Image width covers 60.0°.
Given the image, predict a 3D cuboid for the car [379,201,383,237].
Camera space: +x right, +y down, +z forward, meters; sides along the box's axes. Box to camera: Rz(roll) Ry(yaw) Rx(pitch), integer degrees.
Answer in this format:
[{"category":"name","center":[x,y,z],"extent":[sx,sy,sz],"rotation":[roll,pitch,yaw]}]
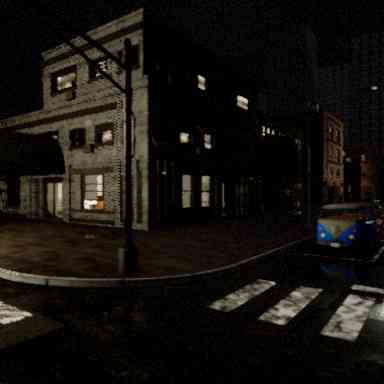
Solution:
[{"category":"car","center":[8.249,1.219,11.749],"extent":[2.150,2.045,5.566],"rotation":[0,0,35]}]

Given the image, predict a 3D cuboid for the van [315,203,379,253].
[{"category":"van","center":[6.248,1.341,13.410],"extent":[1.690,1.788,3.998],"rotation":[0,0,35]}]

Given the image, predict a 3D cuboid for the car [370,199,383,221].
[{"category":"car","center":[15.839,1.442,26.926],"extent":[1.967,1.590,4.097],"rotation":[0,0,35]}]

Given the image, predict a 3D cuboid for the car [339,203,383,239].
[{"category":"car","center":[9.445,1.440,17.915],"extent":[1.967,1.590,4.097],"rotation":[0,0,35]}]
